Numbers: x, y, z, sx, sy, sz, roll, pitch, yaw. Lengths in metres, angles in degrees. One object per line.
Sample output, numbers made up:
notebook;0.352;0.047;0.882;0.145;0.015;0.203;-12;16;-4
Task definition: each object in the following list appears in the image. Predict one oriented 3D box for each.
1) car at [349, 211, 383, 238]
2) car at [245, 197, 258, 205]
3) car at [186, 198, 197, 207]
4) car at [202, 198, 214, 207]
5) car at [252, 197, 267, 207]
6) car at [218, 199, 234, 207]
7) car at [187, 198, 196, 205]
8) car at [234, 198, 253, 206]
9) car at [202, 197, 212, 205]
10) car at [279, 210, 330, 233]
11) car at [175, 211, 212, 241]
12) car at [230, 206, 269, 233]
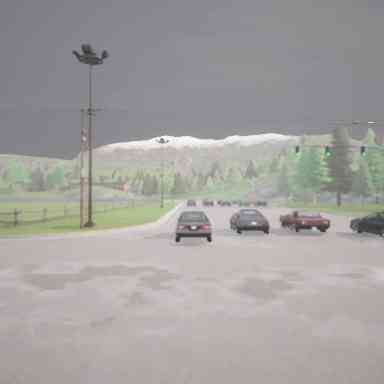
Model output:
car;10.574;1.742;17.957;2.033;1.411;5.357;0;-1;0
car;13.894;2.132;77.805;2.097;1.767;4.553;0;-1;0
car;-0.092;2.221;67.415;2.128;1.511;4.902;0;-1;0
car;3.408;2.199;67.341;1.882;1.535;5.008;0;-1;0
car;13.907;2.202;67.563;1.882;1.535;5.008;0;-1;0
car;6.907;2.251;67.689;1.812;1.442;4.674;0;-1;0
car;-0.107;2.281;77.816;1.837;1.490;4.892;0;-1;0
car;10.408;2.266;67.287;2.033;1.411;5.357;0;-1;0
car;3.394;2.137;77.793;2.097;1.767;4.553;0;-1;0
car;7.067;1.832;21.441;1.895;1.301;4.718;0;-1;0
car;0.075;1.741;17.980;2.033;1.411;5.357;0;-1;0
car;3.569;1.792;21.189;1.994;1.385;4.181;0;-1;0
